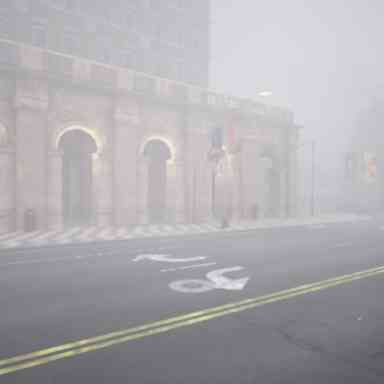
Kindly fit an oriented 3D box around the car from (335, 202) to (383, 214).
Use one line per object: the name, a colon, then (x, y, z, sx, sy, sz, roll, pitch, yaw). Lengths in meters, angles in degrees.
car: (20.793, 1.935, 41.591, 2.033, 1.411, 5.357, 1, 0, -36)
